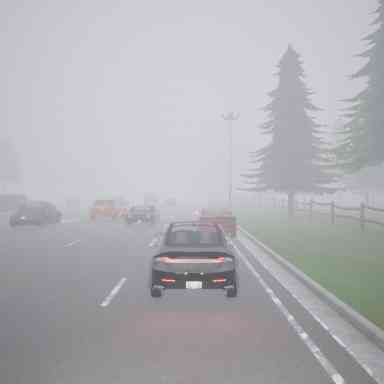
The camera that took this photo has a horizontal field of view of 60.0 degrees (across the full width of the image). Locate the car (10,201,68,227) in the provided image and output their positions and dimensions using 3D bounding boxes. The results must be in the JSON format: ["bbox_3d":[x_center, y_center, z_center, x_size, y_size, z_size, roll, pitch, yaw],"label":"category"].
[{"bbox_3d":[-10.399,1.564,22.541,1.994,1.385,4.181,0,0,0],"label":"car"}]

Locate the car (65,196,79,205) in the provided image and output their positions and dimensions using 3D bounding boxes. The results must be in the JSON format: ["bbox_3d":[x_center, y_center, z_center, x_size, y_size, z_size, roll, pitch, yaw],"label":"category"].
[{"bbox_3d":[-20.383,1.491,56.379,2.128,1.511,4.902,0,0,-24],"label":"car"}]

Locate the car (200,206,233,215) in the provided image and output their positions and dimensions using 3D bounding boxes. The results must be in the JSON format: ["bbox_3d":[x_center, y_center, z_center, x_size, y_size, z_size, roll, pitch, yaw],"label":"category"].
[{"bbox_3d":[1.225,1.478,17.871,1.882,1.535,5.008,0,0,0],"label":"car"}]

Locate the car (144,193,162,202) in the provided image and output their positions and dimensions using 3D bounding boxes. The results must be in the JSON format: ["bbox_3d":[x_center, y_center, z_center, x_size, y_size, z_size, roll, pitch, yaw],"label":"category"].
[{"bbox_3d":[-6.900,1.223,56.838,2.150,2.045,5.566,0,0,0],"label":"car"}]

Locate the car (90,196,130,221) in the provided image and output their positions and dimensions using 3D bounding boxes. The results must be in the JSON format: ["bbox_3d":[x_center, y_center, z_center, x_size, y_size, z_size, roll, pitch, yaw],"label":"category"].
[{"bbox_3d":[-6.899,1.352,27.709,2.097,1.767,4.553,0,0,0],"label":"car"}]

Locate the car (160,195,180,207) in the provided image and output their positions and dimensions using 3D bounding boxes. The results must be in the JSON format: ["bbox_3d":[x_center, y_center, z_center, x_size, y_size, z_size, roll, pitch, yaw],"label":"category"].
[{"bbox_3d":[-3.398,1.547,51.662,2.033,1.411,5.357,0,0,0],"label":"car"}]

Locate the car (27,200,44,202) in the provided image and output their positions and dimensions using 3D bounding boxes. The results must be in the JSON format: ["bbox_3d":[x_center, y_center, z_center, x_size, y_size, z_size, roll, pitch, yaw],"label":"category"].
[{"bbox_3d":[-14.067,1.477,30.493,1.882,1.535,5.008,0,0,-3],"label":"car"}]

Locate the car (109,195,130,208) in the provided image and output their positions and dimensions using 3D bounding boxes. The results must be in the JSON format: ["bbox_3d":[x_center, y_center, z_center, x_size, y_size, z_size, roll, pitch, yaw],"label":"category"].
[{"bbox_3d":[-10.400,1.352,48.058,2.097,1.767,4.553,0,0,0],"label":"car"}]

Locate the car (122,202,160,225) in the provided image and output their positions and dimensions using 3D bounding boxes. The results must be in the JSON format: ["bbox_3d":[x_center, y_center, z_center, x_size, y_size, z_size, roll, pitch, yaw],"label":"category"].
[{"bbox_3d":[-3.400,1.601,23.746,1.895,1.301,4.718,0,0,0],"label":"car"}]

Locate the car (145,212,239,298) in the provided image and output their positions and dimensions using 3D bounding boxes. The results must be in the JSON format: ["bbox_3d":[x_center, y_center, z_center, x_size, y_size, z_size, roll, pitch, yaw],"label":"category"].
[{"bbox_3d":[0.052,1.492,8.529,2.128,1.511,4.902,0,0,0],"label":"car"}]
